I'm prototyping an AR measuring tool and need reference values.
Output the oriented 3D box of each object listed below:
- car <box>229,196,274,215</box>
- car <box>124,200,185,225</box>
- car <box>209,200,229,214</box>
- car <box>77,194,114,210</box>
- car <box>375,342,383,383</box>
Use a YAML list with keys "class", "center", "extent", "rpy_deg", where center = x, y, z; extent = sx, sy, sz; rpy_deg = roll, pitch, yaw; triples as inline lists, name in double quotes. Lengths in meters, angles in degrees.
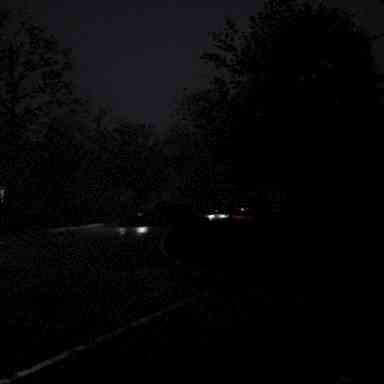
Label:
- class: "car"
  center: [5.411, 1.101, 28.578]
  extent: [1.837, 1.490, 4.892]
  rpy_deg: [-3, -1, 35]
- class: "car"
  center: [-2.485, 1.331, 22.865]
  extent: [1.882, 1.535, 5.008]
  rpy_deg: [-3, -1, 36]
- class: "car"
  center: [3.670, 1.270, 31.582]
  extent: [2.033, 1.411, 5.357]
  rpy_deg: [-3, -1, 35]
- class: "car"
  center: [-13.629, 1.362, 47.036]
  extent: [2.150, 2.045, 5.566]
  rpy_deg: [-3, -1, 36]
- class: "car"
  center: [3.171, 1.520, 3.550]
  extent: [2.002, 1.452, 4.674]
  rpy_deg: [0, 0, 36]
